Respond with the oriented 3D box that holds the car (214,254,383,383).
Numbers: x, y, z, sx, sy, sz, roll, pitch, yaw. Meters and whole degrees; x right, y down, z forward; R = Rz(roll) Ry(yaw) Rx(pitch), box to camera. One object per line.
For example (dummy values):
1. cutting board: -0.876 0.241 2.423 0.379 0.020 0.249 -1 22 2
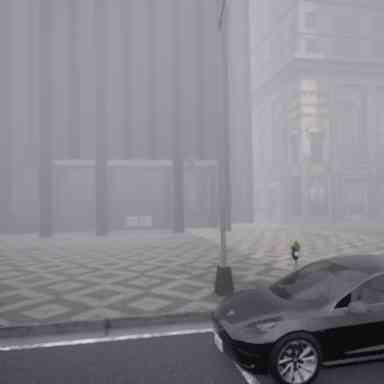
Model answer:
1. car: 2.505 1.695 5.071 4.313 1.339 1.947 0 -2 -11
